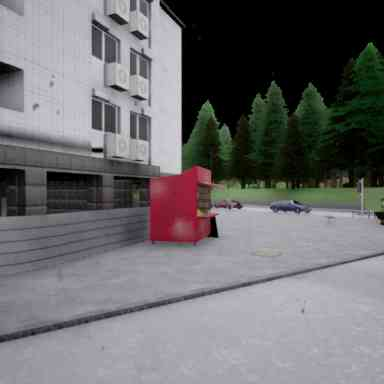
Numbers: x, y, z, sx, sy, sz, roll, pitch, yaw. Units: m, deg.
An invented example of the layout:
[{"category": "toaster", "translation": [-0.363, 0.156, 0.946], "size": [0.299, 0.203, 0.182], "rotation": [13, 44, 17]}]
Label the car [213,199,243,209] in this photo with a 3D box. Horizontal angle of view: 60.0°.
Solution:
[{"category": "car", "translation": [4.717, 1.563, 43.760], "size": [1.994, 1.385, 4.181], "rotation": [0, 0, -35]}]

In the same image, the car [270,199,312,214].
[{"category": "car", "translation": [10.505, 1.525, 35.662], "size": [1.812, 1.442, 4.674], "rotation": [0, 0, -36]}]
